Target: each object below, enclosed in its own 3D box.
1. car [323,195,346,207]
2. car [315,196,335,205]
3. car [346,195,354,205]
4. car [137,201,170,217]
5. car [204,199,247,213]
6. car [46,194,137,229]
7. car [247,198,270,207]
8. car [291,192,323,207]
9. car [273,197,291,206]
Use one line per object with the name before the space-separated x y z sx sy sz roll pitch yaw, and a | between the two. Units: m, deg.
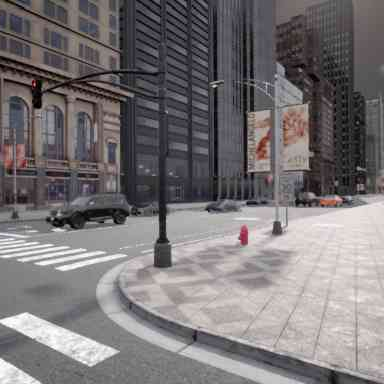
car | 19.897 1.188 47.174 2.097 1.767 4.553 -1 0 36
car | 22.851 1.397 56.930 2.033 1.411 5.357 -1 0 35
car | 25.281 1.331 54.740 1.837 1.490 4.892 -1 0 35
car | -3.915 1.530 30.858 1.994 1.385 4.181 -1 0 35
car | 3.448 1.469 35.601 2.033 1.411 5.357 -1 0 35
car | -6.523 1.181 21.591 2.150 2.045 5.566 -1 1 35
car | 9.977 1.515 50.249 1.895 1.301 4.718 -1 0 36
car | 16.758 1.083 48.374 2.150 2.045 5.566 -1 0 36
car | 13.890 1.304 50.111 2.097 1.767 4.553 -1 0 35
